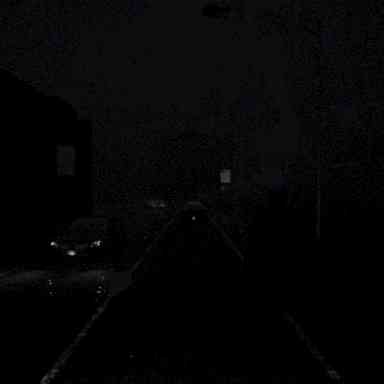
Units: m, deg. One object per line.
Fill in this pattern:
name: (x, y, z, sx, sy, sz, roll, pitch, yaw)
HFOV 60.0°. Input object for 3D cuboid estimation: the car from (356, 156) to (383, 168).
car: (22.937, -3.643, 41.196, 2.185, 1.767, 4.553, 0, 1, -5)

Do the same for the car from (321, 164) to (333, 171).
car: (22.123, -3.640, 52.239, 2.002, 1.452, 4.674, 0, 1, -2)

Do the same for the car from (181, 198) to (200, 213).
car: (-0.202, 1.626, 41.876, 2.097, 1.767, 4.553, 0, -1, -4)

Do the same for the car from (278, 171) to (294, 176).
car: (21.536, -4.032, 74.237, 2.185, 1.767, 4.553, 0, 0, -1)

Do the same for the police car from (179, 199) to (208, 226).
police car: (0.113, 1.508, 24.163, 1.930, 1.638, 5.238, 0, 0, 0)

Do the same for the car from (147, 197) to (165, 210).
car: (-5.919, 1.796, 54.064, 2.150, 2.045, 5.566, 0, -1, -16)

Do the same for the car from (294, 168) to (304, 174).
car: (21.767, -3.815, 63.300, 2.231, 1.521, 4.892, 0, 0, -1)

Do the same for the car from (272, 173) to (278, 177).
car: (21.419, -3.910, 79.731, 2.002, 1.452, 4.674, 0, 0, -1)

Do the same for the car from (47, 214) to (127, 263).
car: (-3.594, 1.567, 12.273, 1.812, 1.442, 4.674, 0, 0, 0)

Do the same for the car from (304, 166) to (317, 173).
car: (21.893, -3.756, 57.782, 2.231, 1.521, 4.892, 0, 1, -1)

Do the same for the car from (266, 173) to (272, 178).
car: (21.299, -4.121, 85.404, 2.185, 1.767, 4.553, 0, 0, -1)

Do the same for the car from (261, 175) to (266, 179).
car: (21.182, -4.161, 90.923, 2.185, 1.767, 4.553, 0, 0, -1)

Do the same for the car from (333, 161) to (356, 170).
car: (22.472, -3.599, 46.702, 2.097, 1.535, 5.008, 0, 1, -4)
